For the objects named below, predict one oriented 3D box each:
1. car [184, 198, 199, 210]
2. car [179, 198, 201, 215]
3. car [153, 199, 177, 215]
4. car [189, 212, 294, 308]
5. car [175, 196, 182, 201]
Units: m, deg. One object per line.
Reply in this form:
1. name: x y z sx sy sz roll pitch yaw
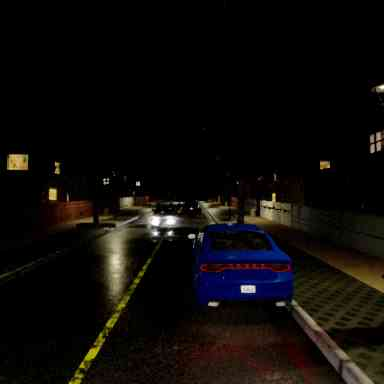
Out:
1. car: -0.073 1.565 44.656 1.837 1.490 4.892 0 0 0
2. car: -0.034 1.609 34.775 1.994 1.385 4.181 0 0 1
3. car: -2.850 1.645 34.185 1.895 1.301 4.718 0 0 0
4. car: 0.940 1.487 8.081 1.882 1.535 5.008 0 0 0
5. car: -2.981 1.706 79.292 1.994 1.385 4.181 0 0 0
